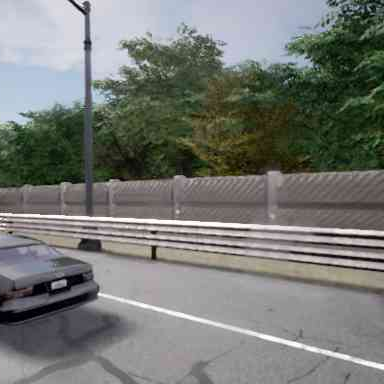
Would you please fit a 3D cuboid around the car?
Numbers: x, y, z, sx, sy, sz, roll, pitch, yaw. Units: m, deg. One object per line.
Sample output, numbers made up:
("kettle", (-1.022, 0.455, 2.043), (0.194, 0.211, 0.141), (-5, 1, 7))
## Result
("car", (-4.282, 1.637, 7.064), (5.357, 1.411, 2.033), (-1, -1, 36))
